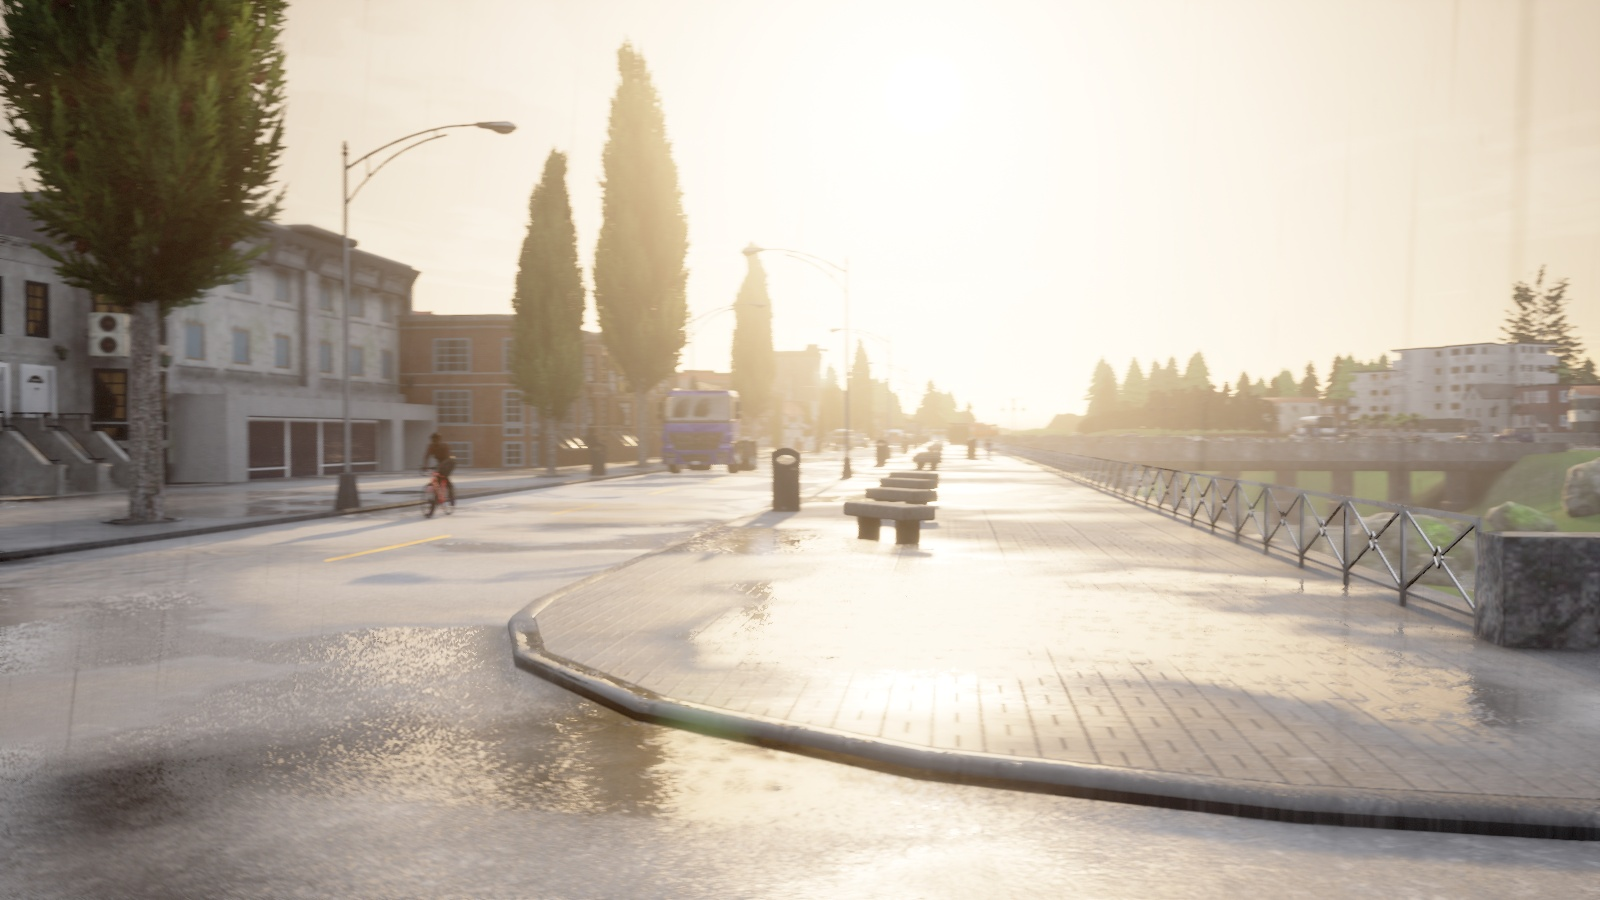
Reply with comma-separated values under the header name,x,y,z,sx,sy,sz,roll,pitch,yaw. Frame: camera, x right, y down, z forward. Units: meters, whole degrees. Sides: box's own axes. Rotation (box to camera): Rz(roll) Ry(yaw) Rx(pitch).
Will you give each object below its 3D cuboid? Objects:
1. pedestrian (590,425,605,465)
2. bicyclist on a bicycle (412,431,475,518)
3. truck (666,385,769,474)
name,x,y,z,sx,sy,sz,roll,pitch,yaw
pedestrian,-9.225,-0.235,57.310,0.370,1.835,0.726,1,1,21
bicyclist on a bicycle,-6.881,0.439,24.308,0.582,1.620,1.656,0,1,7
truck,-3.340,-0.843,52.944,2.891,3.462,7.936,0,1,7
